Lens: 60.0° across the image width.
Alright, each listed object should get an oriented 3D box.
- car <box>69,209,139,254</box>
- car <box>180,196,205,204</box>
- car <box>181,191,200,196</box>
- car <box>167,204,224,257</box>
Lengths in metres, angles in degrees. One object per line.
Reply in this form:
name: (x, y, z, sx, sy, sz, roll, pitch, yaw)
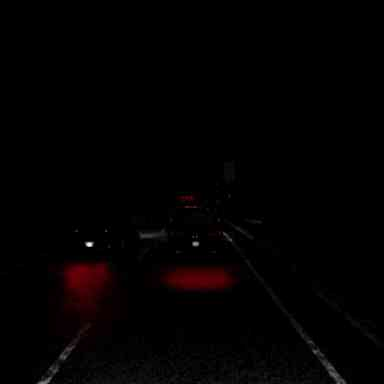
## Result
car: (-3.357, 1.469, 13.387, 1.837, 1.490, 4.892, 0, 0, 1)
car: (0.055, 1.366, 28.298, 2.128, 1.511, 4.902, 0, 1, 0)
car: (-0.159, 0.890, 48.709, 2.150, 2.045, 5.566, 0, 1, 13)
car: (0.117, 1.444, 12.809, 1.882, 1.535, 5.008, 0, 0, 0)
